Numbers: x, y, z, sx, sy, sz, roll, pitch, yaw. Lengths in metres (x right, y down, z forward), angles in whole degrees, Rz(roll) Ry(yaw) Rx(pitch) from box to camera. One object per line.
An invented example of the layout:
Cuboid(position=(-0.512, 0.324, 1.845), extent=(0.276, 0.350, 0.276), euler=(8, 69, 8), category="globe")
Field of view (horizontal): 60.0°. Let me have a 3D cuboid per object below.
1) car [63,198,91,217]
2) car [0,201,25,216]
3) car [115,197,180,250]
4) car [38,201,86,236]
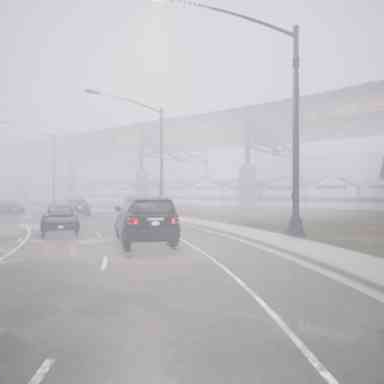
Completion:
Cuboid(position=(-11.004, 1.355, 30.379), extent=(2.097, 1.767, 4.553), euler=(0, 0, -39), category="car")
Cuboid(position=(-18.123, 1.555, 32.575), extent=(4.181, 1.385, 1.994), euler=(0, 0, 41), category="car")
Cuboid(position=(-2.086, 1.230, 14.588), extent=(2.150, 2.045, 5.566), euler=(0, 0, -17), category="car")
Cuboid(position=(-7.364, 1.492, 18.426), extent=(2.128, 1.511, 4.902), euler=(0, 0, -24), category="car")
